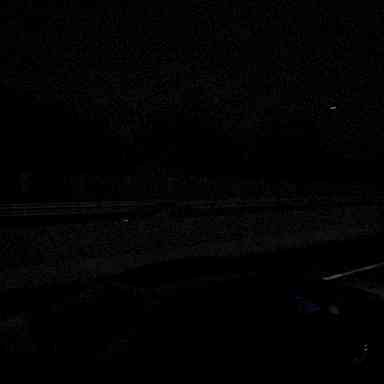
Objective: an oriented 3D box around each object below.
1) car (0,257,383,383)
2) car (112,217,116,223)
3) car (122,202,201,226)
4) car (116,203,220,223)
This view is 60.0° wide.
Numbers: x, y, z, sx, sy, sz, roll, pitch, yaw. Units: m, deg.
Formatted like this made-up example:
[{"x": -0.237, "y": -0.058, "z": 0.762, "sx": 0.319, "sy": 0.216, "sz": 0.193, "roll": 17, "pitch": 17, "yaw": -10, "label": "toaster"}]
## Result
[{"x": 0.224, "y": 1.535, "z": 3.905, "sx": 5.357, "sy": 1.411, "sz": 2.033, "roll": 0, "pitch": 0, "yaw": -35, "label": "car"}, {"x": -2.518, "y": 1.517, "z": 19.389, "sx": 4.181, "sy": 1.385, "sz": 1.994, "roll": 0, "pitch": 0, "yaw": -35, "label": "car"}, {"x": -2.113, "y": 1.486, "z": 23.978, "sx": 5.357, "sy": 1.411, "sz": 2.033, "roll": 0, "pitch": 0, "yaw": -35, "label": "car"}, {"x": -0.838, "y": 1.433, "z": 16.289, "sx": 5.008, "sy": 1.535, "sz": 1.882, "roll": 0, "pitch": 0, "yaw": -35, "label": "car"}]
